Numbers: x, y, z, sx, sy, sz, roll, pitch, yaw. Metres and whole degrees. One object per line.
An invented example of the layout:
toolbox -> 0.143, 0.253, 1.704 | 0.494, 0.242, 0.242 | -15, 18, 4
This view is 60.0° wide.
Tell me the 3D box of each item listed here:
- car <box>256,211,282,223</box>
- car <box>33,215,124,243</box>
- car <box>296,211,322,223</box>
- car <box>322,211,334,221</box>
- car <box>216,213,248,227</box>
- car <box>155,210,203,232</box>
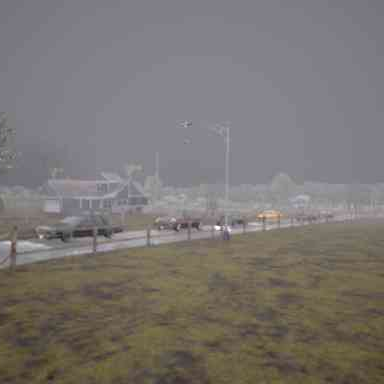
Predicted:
car -> 10.091, 3.202, 43.226 | 1.882, 1.535, 5.008 | 0, -2, 36
car -> -6.520, 2.103, 19.882 | 2.033, 1.411, 5.357 | 0, -2, 34
car -> 16.184, 3.486, 46.760 | 2.128, 1.511, 4.902 | 0, -3, 36
car -> 22.126, 3.911, 55.103 | 1.882, 1.535, 5.008 | 0, -3, 35
car -> 4.295, 2.872, 35.139 | 1.994, 1.385, 4.181 | 0, -2, 35
car -> -1.027, 2.286, 27.672 | 2.097, 1.767, 4.553 | 0, -2, 35
